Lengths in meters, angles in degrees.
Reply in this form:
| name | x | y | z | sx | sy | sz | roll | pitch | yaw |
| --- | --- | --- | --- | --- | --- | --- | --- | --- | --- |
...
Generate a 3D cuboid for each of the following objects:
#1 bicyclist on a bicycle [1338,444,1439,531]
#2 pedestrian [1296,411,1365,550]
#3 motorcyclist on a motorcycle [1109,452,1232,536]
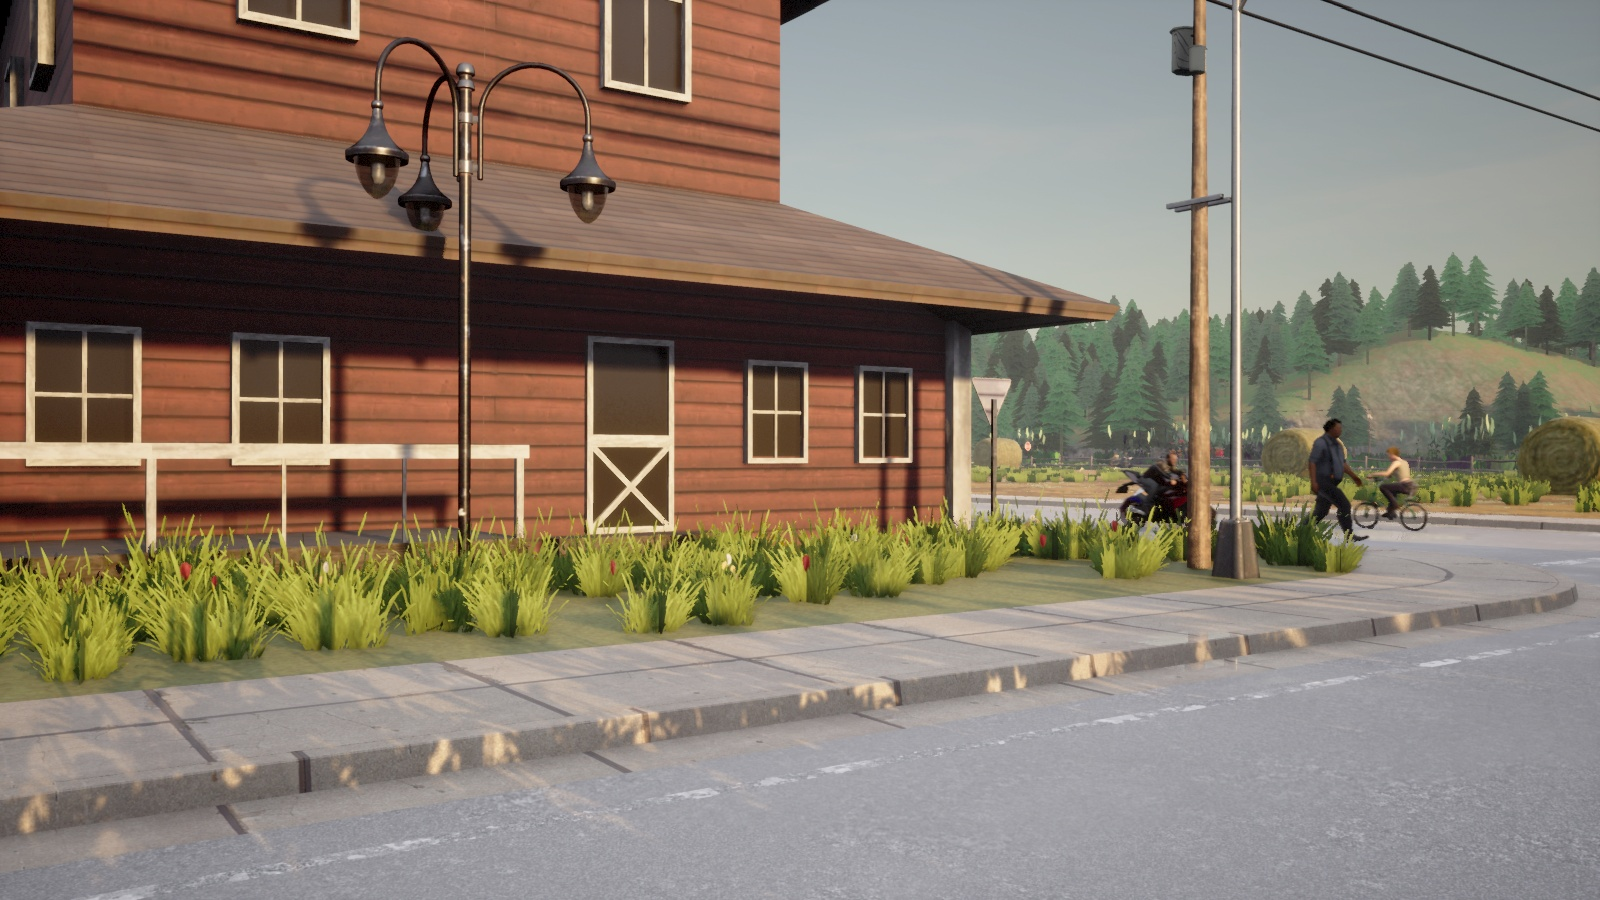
| name | x | y | z | sx | sy | sz | roll | pitch | yaw |
| --- | --- | --- | --- | --- | --- | --- | --- | --- | --- |
| bicyclist on a bicycle | 11.267 | 0.690 | 24.066 | 0.866 | 1.612 | 1.509 | 0 | 0 | -35 |
| pedestrian | 7.267 | 0.407 | 17.211 | 0.540 | 1.848 | 0.694 | 0 | 0 | -42 |
| motorcyclist on a motorcycle | 7.049 | 0.797 | 23.997 | 0.866 | 1.530 | 2.191 | 0 | 0 | -36 |
